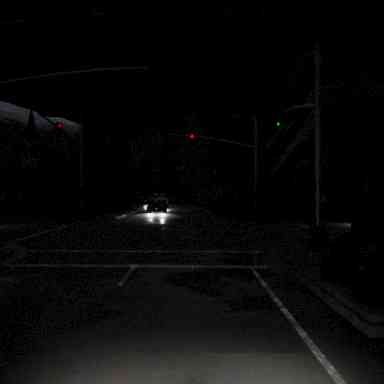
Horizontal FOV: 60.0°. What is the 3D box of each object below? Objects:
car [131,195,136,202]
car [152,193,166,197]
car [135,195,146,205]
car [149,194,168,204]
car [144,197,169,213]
[{"bbox_3d":[-12.345,1.455,73.212,4.902,1.511,2.128,0,0,42],"label":"car"},{"bbox_3d":[-4.620,1.203,46.942,2.150,2.045,5.566,0,0,-11],"label":"car"},{"bbox_3d":[-8.141,1.580,59.294,1.895,1.301,4.718,0,0,-23],"label":"car"},{"bbox_3d":[-6.596,1.330,64.907,2.097,1.767,4.553,0,0,-27],"label":"car"},{"bbox_3d":[-3.757,1.551,36.485,1.994,1.385,4.181,0,0,-2],"label":"car"}]
